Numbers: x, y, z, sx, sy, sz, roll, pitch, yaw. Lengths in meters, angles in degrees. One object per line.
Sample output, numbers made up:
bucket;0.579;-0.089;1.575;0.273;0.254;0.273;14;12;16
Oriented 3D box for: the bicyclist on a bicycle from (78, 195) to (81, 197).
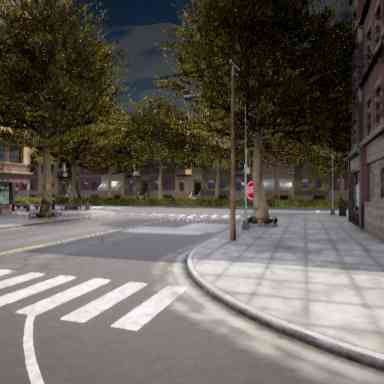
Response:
bicyclist on a bicycle;-19.601;1.279;57.947;0.582;1.620;1.656;0;0;19
